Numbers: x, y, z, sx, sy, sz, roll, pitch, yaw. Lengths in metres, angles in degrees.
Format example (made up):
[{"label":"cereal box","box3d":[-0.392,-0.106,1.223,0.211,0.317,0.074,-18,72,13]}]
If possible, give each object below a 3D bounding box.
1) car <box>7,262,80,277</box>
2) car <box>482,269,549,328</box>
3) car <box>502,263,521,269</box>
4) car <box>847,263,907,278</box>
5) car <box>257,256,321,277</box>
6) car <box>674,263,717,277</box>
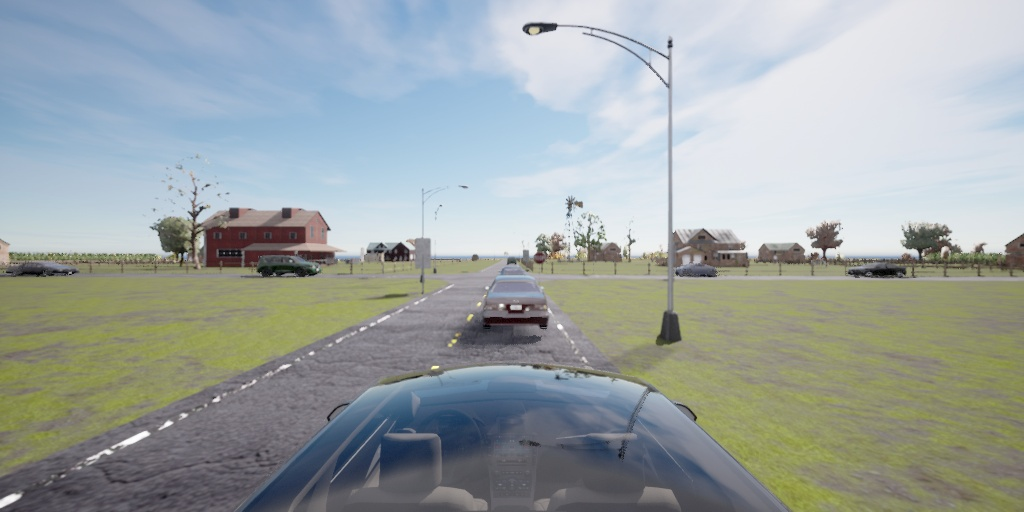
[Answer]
[{"label":"car","box3d":[-45.962,1.264,35.190,5.357,1.411,2.033,0,0,1]},{"label":"car","box3d":[0.090,1.324,11.390,2.033,1.411,5.357,0,0,0]},{"label":"car","box3d":[-0.034,1.372,23.447,1.994,1.385,4.181,0,0,-3]},{"label":"car","box3d":[38.066,1.469,37.476,5.008,1.535,1.882,0,0,1]},{"label":"car","box3d":[-21.714,0.998,34.972,5.566,2.045,2.150,0,0,0]},{"label":"car","box3d":[19.119,1.473,37.631,4.181,1.385,1.994,0,0,0]}]
